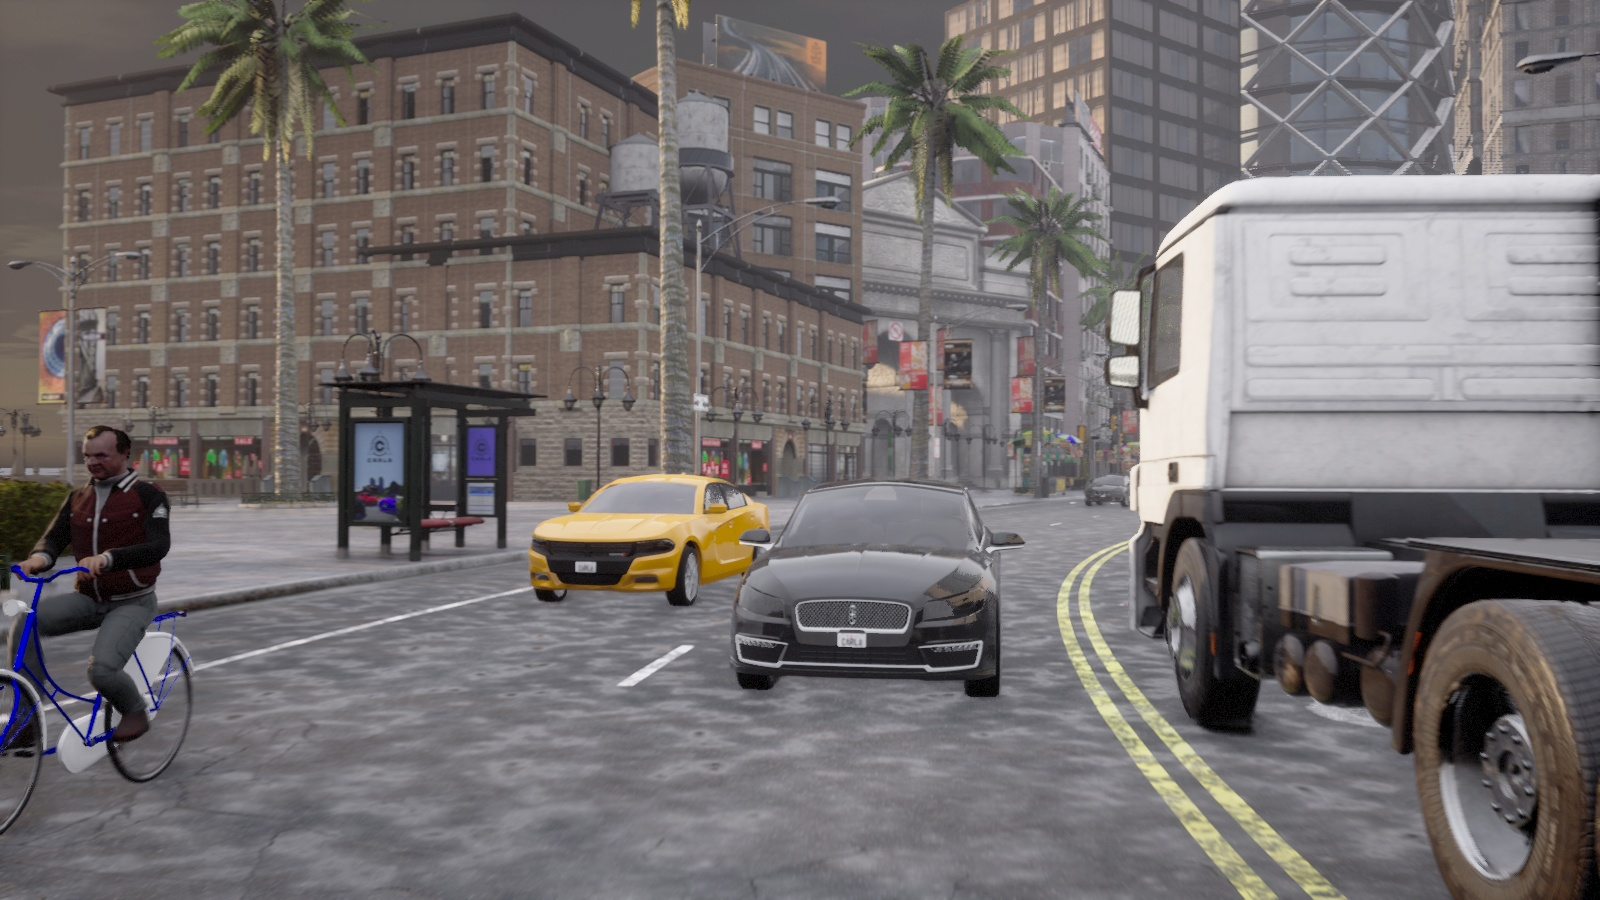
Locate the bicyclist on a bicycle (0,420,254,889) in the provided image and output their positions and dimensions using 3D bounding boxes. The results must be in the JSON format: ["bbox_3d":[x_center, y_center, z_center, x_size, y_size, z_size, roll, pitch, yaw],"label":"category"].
[{"bbox_3d":[-3.277,0.791,5.690,0.659,1.776,1.843,0,-1,5],"label":"bicyclist on a bicycle"}]

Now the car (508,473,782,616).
[{"bbox_3d":[-1.762,1.070,16.244,1.882,1.535,5.008,0,-1,13],"label":"car"}]

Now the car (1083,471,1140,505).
[{"bbox_3d":[14.639,1.757,58.824,1.837,1.490,4.892,-1,-1,23],"label":"car"}]

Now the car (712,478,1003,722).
[{"bbox_3d":[0.735,0.991,10.366,1.837,1.490,4.892,0,-1,9],"label":"car"}]

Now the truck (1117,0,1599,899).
[{"bbox_3d":[3.706,-0.083,5.754,2.891,3.462,7.936,0,-1,3],"label":"truck"}]
